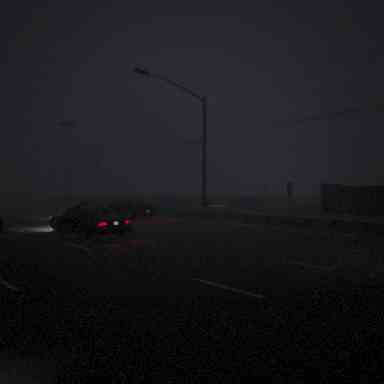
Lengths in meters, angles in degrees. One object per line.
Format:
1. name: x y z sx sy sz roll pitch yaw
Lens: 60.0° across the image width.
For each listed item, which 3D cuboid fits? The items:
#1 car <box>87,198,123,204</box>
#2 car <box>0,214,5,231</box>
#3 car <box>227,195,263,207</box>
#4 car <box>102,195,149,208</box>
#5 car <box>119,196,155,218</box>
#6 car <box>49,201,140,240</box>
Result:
1. car: -7.074 1.300 23.240 1.812 1.442 4.674 0 1 -45
2. car: -11.718 1.370 17.998 1.994 1.385 4.181 0 1 -44
3. car: 6.997 1.141 43.751 4.892 1.490 1.837 0 1 -19
4. car: -8.122 1.162 41.081 5.357 1.411 2.033 0 1 2
5. car: -4.923 1.233 26.065 1.882 1.535 5.008 0 1 -44
6. car: -5.053 1.389 16.193 2.033 1.411 5.357 0 1 -44
